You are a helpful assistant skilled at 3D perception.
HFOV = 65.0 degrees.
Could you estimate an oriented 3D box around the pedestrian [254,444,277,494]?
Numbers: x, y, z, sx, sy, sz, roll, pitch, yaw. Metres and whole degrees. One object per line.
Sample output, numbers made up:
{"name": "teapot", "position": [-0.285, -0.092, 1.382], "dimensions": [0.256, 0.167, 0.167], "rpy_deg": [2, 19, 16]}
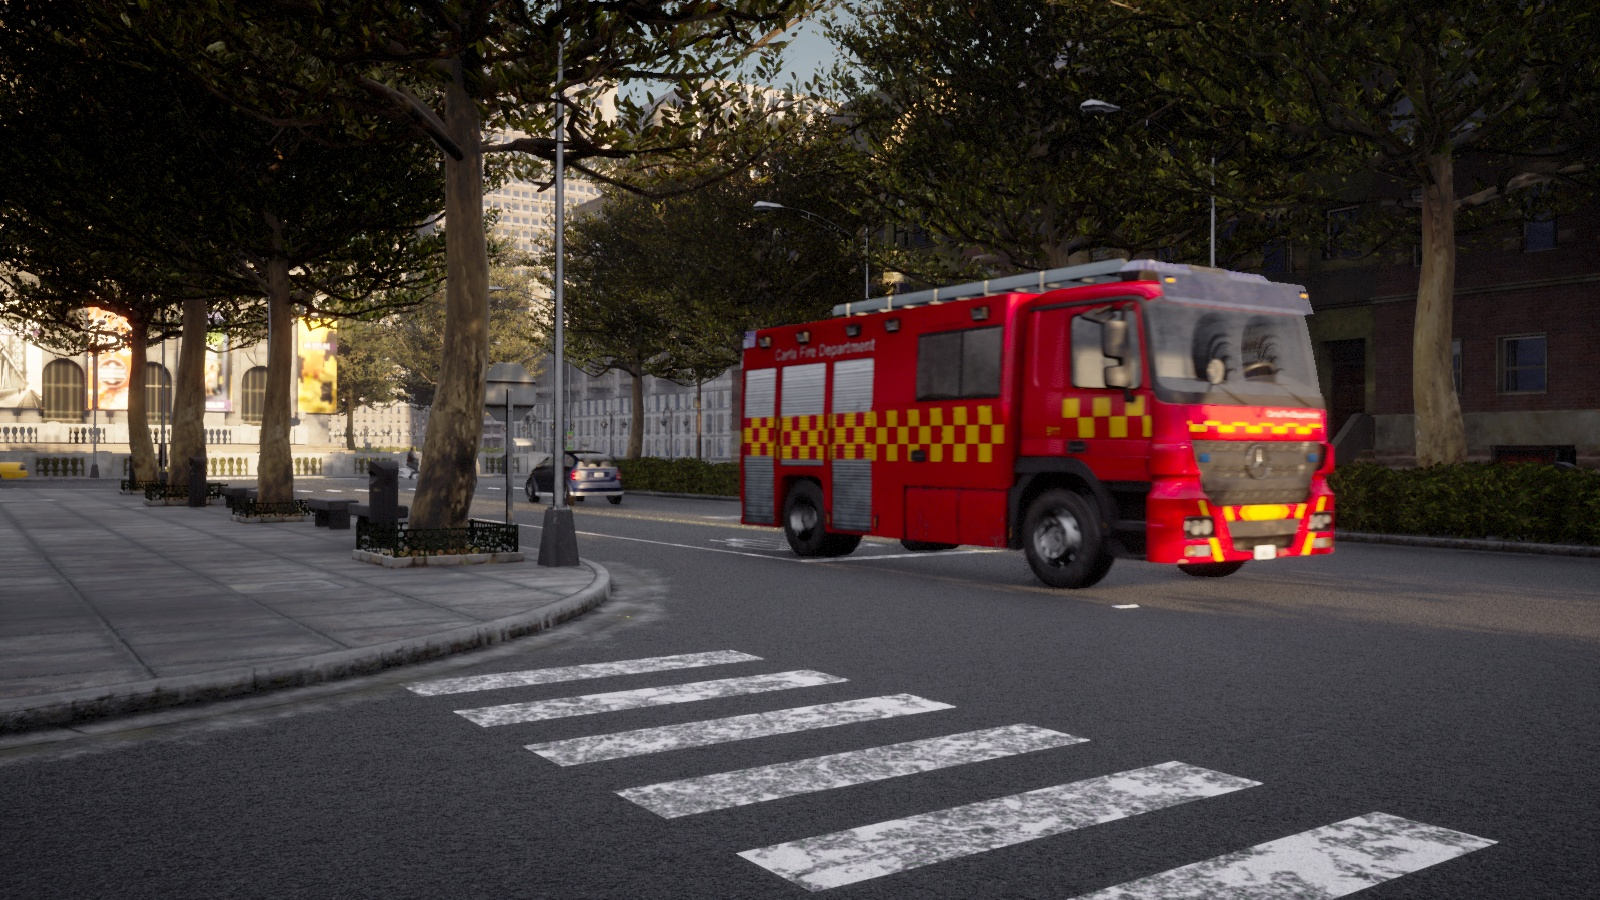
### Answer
{"name": "pedestrian", "position": [-20.121, 0.708, 47.250], "dimensions": [0.694, 1.848, 0.540], "rpy_deg": [0, 0, -38]}

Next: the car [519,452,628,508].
{"name": "car", "position": [-6.645, 0.827, 36.611], "dimensions": [1.789, 1.549, 3.705], "rpy_deg": [0, 0, -34]}

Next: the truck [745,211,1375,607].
{"name": "truck", "position": [2.723, -0.386, 16.455], "dimensions": [2.891, 3.827, 8.468], "rpy_deg": [0, 0, -34]}

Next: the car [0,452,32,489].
{"name": "car", "position": [-36.175, 0.892, 53.921], "dimensions": [5.366, 1.575, 1.801], "rpy_deg": [0, 0, -34]}
